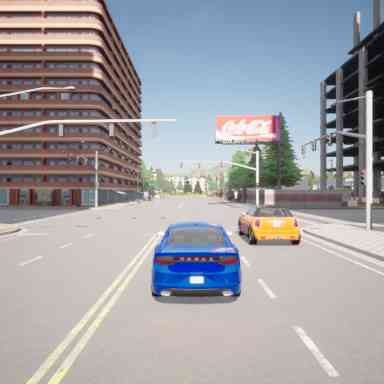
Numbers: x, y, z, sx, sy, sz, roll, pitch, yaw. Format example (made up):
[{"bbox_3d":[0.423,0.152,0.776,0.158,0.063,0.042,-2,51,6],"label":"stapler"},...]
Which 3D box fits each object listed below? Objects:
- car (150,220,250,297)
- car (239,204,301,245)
[{"bbox_3d":[0.085,1.478,8.639,1.882,1.535,5.008,0,0,0],"label":"car"},{"bbox_3d":[3.473,1.352,15.728,2.097,1.767,4.553,0,0,0],"label":"car"}]
